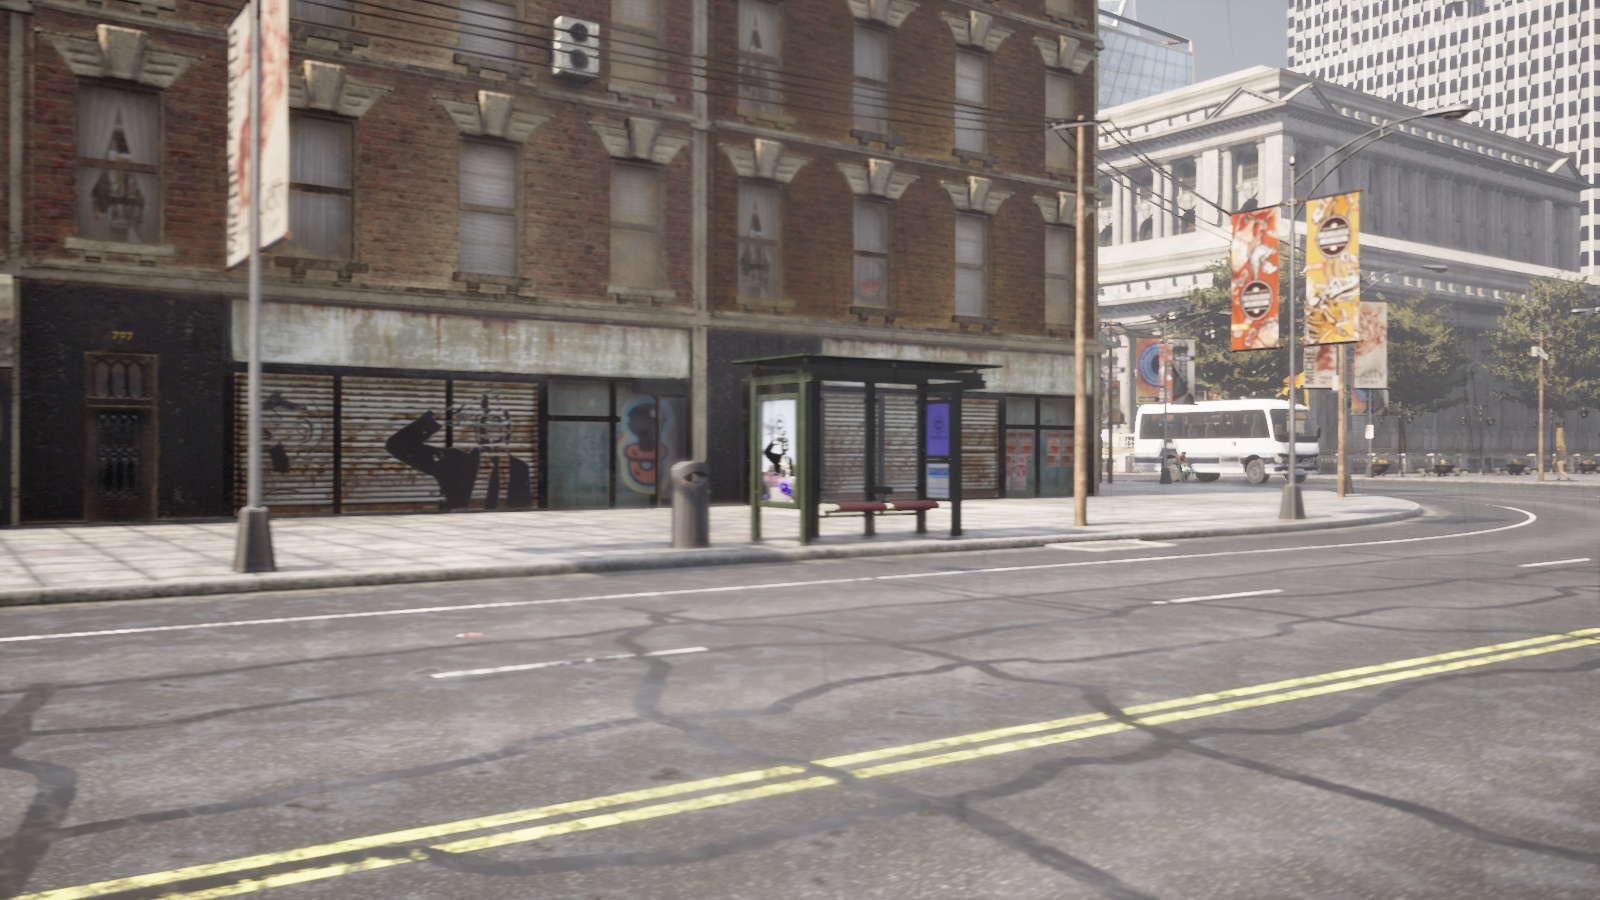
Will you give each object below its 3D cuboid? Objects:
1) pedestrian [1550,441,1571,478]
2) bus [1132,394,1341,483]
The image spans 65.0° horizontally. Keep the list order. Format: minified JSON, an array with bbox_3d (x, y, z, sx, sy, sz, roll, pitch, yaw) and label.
[{"bbox_3d":[37.890,0.475,62.583,0.540,1.848,0.694,0,0,-16],"label":"pedestrian"},{"bbox_3d":[22.268,-0.520,64.930,3.944,4.253,10.273,0,0,-28],"label":"bus"}]
